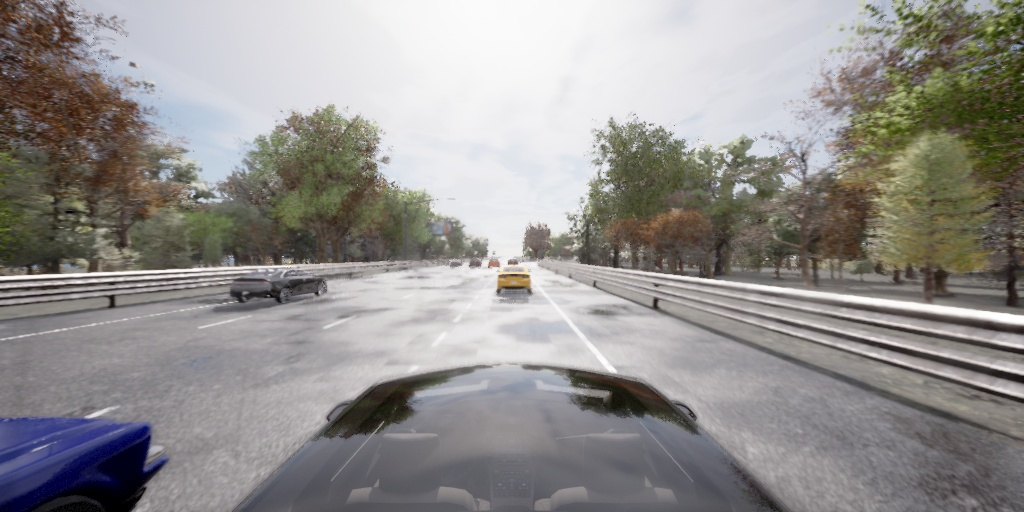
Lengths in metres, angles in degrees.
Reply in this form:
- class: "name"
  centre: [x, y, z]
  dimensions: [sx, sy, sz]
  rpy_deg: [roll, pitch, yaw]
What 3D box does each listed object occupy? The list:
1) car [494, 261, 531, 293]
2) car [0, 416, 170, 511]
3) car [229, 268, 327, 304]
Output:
- class: "car"
  centre: [0.110, 1.269, 21.402]
  dimensions: [1.882, 1.535, 5.008]
  rpy_deg: [0, 0, 0]
- class: "car"
  centre: [-3.401, 1.347, 0.395]
  dimensions: [1.895, 1.301, 4.718]
  rpy_deg: [0, 0, 0]
- class: "car"
  centre: [-10.395, 1.268, 16.425]
  dimensions: [2.128, 1.511, 4.902]
  rpy_deg: [0, 0, 0]
